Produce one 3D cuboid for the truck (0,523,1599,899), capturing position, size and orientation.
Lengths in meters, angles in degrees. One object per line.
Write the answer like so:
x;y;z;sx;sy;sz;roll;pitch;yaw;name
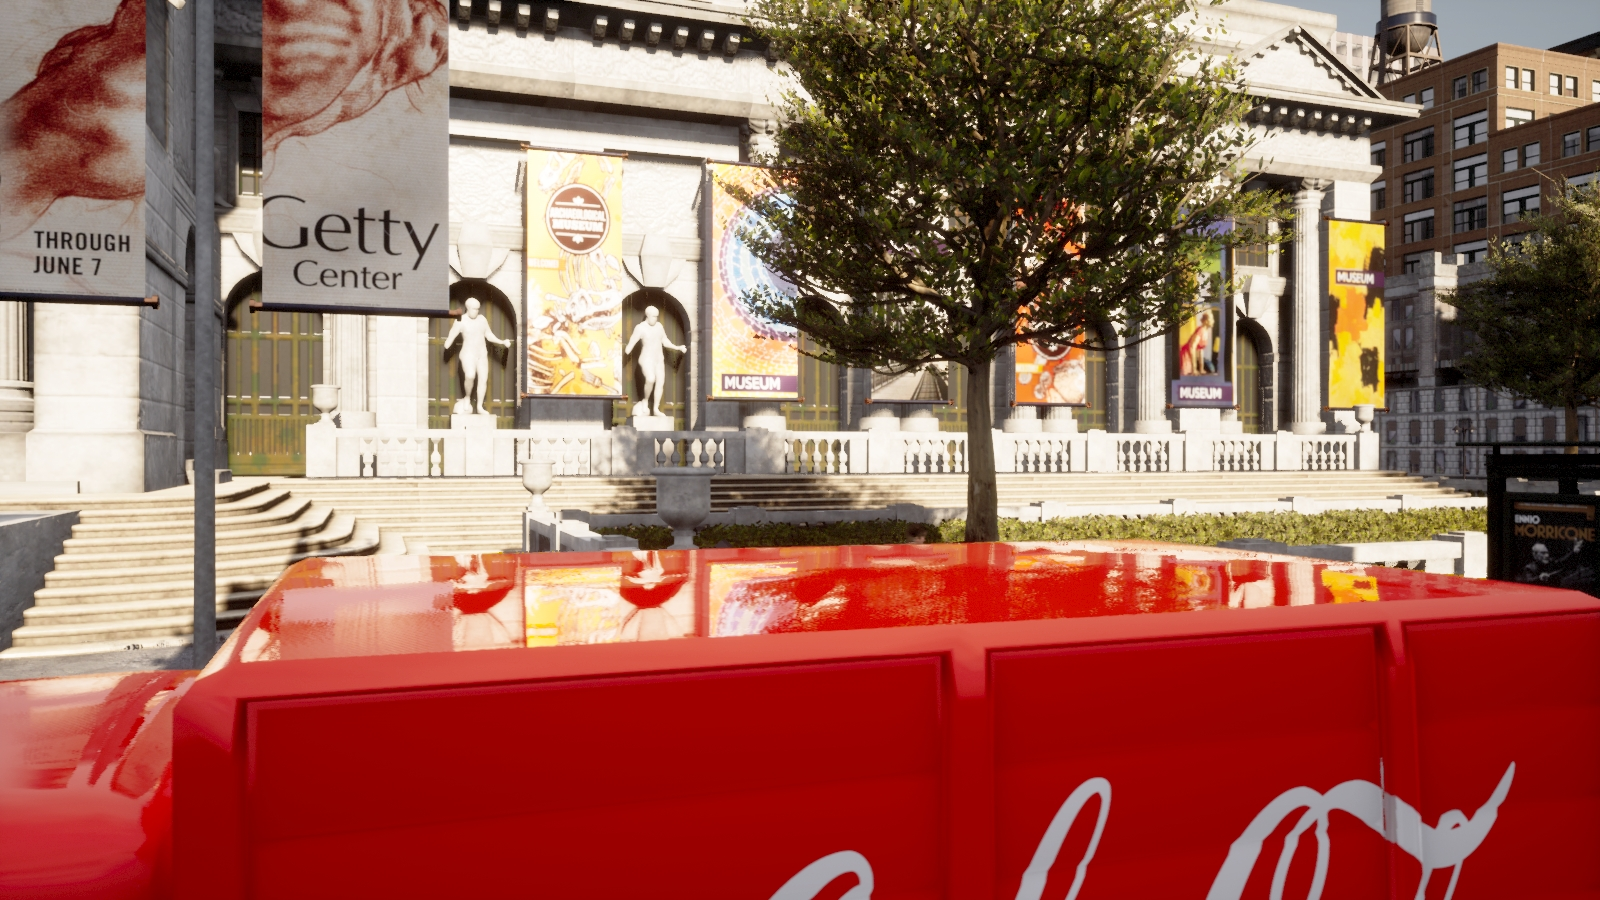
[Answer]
-0.614;1.567;3.071;5.204;2.467;2.627;0;0;-20;truck
